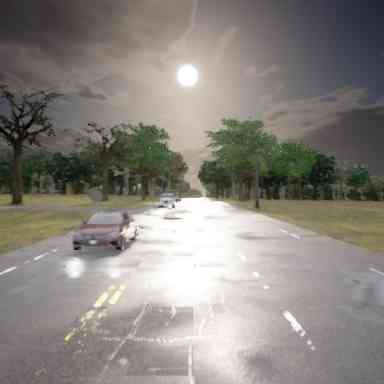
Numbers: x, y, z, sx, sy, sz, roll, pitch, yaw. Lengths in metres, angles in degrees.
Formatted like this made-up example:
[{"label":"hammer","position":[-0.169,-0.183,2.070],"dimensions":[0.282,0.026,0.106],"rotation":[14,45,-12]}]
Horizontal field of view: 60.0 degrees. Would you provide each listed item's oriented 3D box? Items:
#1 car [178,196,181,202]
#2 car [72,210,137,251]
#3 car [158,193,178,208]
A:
[{"label":"car","position":[-3.569,1.635,76.310],"dimensions":[1.994,1.385,4.181],"rotation":[0,0,0]},{"label":"car","position":[-3.505,1.520,14.122],"dimensions":[1.812,1.442,4.674],"rotation":[0,0,0]},{"label":"car","position":[-3.500,1.226,47.083],"dimensions":[2.150,2.045,5.566],"rotation":[0,0,0]}]
